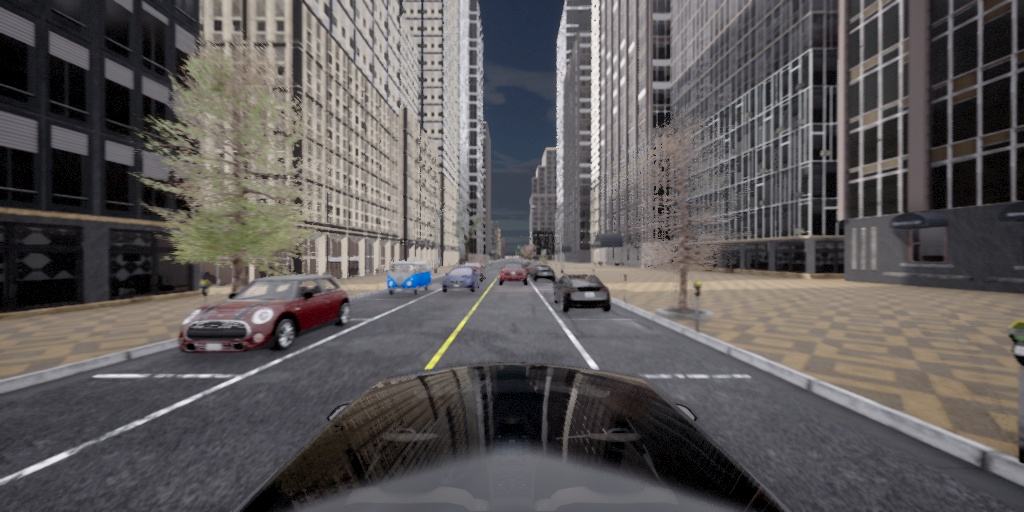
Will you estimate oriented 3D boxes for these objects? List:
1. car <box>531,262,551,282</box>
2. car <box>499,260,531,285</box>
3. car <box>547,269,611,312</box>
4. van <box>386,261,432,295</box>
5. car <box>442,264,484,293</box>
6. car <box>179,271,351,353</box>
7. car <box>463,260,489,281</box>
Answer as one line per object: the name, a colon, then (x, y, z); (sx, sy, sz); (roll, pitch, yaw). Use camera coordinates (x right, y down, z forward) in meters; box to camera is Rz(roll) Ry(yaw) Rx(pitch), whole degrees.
car: (2.705, 1.470, 31.396); (1.948, 1.339, 4.313); (0, 0, 0)
car: (0.101, 1.236, 27.713); (2.097, 1.767, 4.553); (0, 0, 0)
car: (2.694, 1.384, 14.468); (1.948, 1.339, 4.313); (0, 0, 0)
van: (-5.684, 1.182, 20.122); (1.690, 1.789, 3.998); (0, 0, 0)
car: (-3.004, 1.377, 21.864); (1.812, 1.442, 4.674); (0, -1, 0)
car: (-5.690, 1.223, 8.840); (1.967, 1.591, 4.097); (0, 0, 0)
car: (-2.987, 1.121, 27.300); (1.812, 1.442, 4.674); (0, 0, 0)
